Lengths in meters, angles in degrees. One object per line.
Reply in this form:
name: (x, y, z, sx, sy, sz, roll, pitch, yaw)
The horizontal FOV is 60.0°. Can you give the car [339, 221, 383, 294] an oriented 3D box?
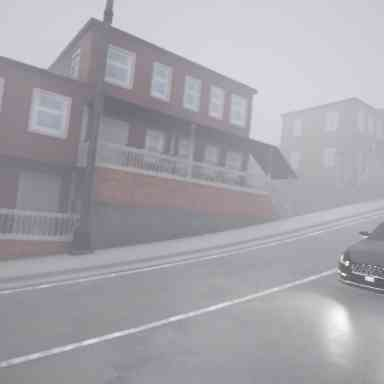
car: (5.393, 1.285, 7.819, 4.892, 1.490, 1.837, -4, 2, -35)
